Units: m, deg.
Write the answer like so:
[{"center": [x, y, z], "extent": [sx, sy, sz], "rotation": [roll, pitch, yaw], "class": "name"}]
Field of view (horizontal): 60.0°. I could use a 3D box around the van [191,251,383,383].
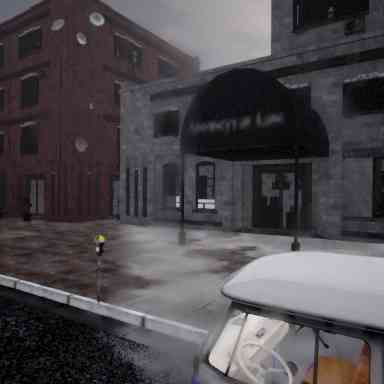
[{"center": [1.797, 1.341, 1.622], "extent": [3.998, 1.788, 1.690], "rotation": [0, 1, 34], "class": "van"}]
